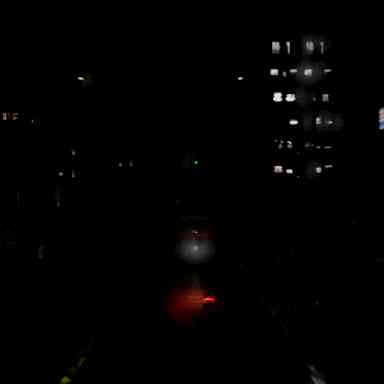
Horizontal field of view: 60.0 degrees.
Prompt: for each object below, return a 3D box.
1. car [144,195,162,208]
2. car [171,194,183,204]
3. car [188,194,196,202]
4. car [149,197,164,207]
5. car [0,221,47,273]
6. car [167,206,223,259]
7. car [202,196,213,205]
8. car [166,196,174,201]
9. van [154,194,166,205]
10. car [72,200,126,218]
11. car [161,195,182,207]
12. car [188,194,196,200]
[{"bbox_3d":[-5.744,1.561,47.431,1.887,1.381,4.507,1,0,0],"label":"car"},{"bbox_3d":[-3.007,1.374,66.255,2.097,1.767,4.553,0,0,0],"label":"car"},{"bbox_3d":[0.013,1.495,75.101,1.882,1.535,5.008,0,0,0],"label":"car"},{"bbox_3d":[-5.667,1.563,53.113,1.887,1.381,4.507,1,0,0],"label":"car"},{"bbox_3d":[-5.675,1.554,9.475,2.008,1.369,4.403,1,0,0],"label":"car"},{"bbox_3d":[0.102,1.510,12.653,1.837,1.490,4.892,0,0,0],"label":"car"},{"bbox_3d":[2.716,1.460,58.860,1.967,1.590,4.097,1,0,0],"label":"car"},{"bbox_3d":[-5.662,1.612,87.234,1.802,1.307,4.206,1,0,0],"label":"car"},{"bbox_3d":[-5.662,1.361,58.801,1.690,1.788,3.998,1,0,0],"label":"van"},{"bbox_3d":[-8.381,1.520,29.749,5.008,1.535,1.882,-1,-2,19],"label":"car"},{"bbox_3d":[-3.065,1.370,51.109,2.097,1.767,4.553,0,0,0],"label":"car"},{"bbox_3d":[0.014,1.340,85.527,1.882,1.535,5.008,0,0,0],"label":"car"}]
